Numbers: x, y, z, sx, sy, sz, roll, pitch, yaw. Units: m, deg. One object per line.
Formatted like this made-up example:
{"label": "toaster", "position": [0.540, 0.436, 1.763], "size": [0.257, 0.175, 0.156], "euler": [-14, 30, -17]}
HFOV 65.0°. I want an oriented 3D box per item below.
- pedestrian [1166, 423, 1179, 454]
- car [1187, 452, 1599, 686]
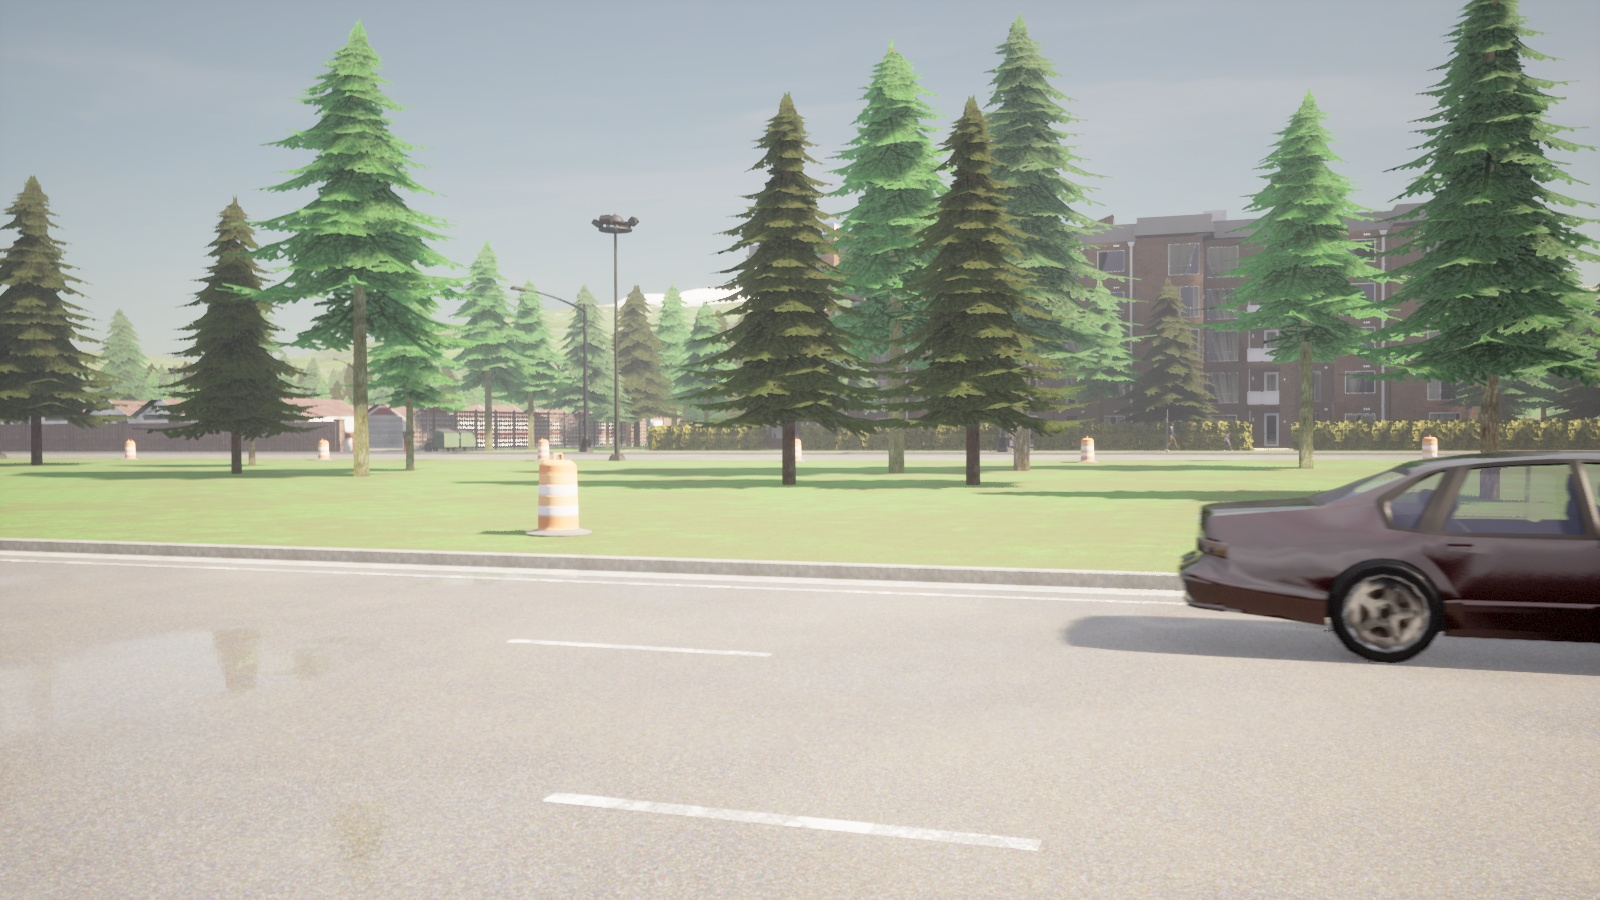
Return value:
{"label": "pedestrian", "position": [23.470, -0.718, 79.122], "size": [0.788, 1.949, 0.423], "euler": [0, 1, 18]}
{"label": "car", "position": [5.522, 0.752, 8.721], "size": [5.357, 1.411, 2.033], "euler": [0, 1, 19]}
